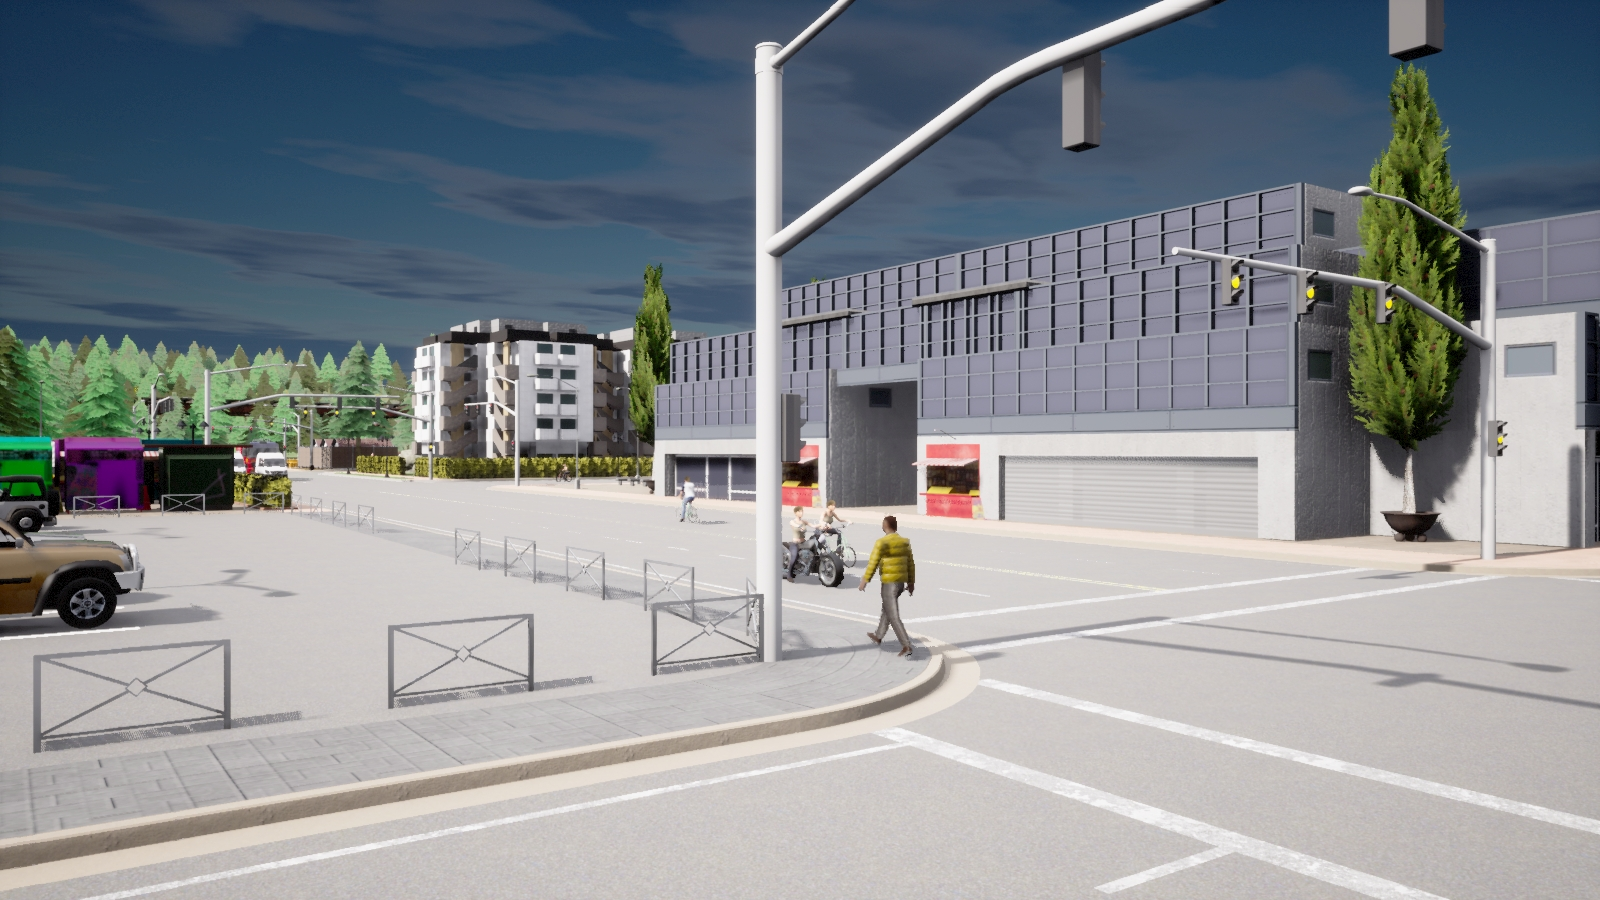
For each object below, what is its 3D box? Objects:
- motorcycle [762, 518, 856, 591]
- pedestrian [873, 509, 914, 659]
[{"bbox_3d":[0.165,2.155,23.900,0.764,1.307,2.356,0,0,-34],"label":"motorcycle"},{"bbox_3d":[1.199,1.696,14.631,0.375,1.860,0.375,0,0,-30],"label":"pedestrian"}]
